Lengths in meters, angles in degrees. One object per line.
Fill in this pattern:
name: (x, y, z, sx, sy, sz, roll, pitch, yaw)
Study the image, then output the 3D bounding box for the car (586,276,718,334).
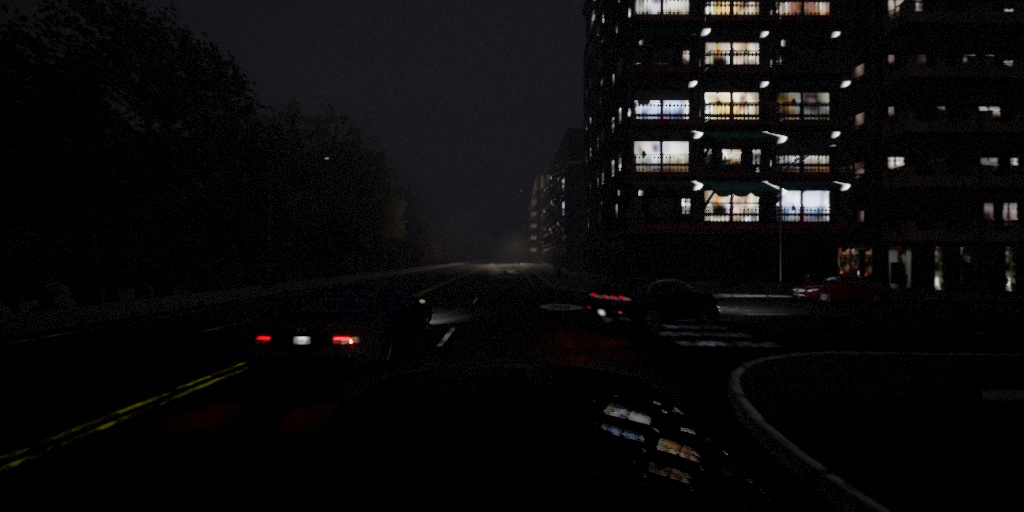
car: (4.510, 1.379, 11.254, 4.902, 1.511, 2.128, 1, -1, -34)

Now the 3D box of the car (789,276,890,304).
car: (16.219, 1.645, 17.803, 4.207, 1.307, 1.802, 0, 0, -1)

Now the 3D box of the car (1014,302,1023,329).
car: (16.302, 1.606, 9.455, 4.507, 1.381, 1.888, 0, 0, -1)

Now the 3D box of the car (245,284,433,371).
car: (-3.188, 1.334, 7.941, 2.033, 1.411, 5.357, 0, 0, 0)
